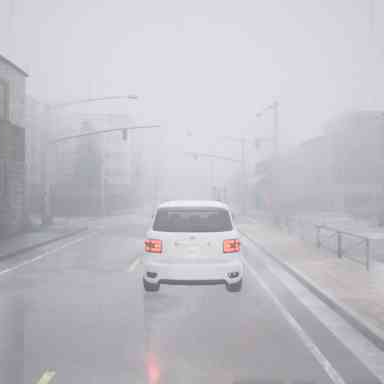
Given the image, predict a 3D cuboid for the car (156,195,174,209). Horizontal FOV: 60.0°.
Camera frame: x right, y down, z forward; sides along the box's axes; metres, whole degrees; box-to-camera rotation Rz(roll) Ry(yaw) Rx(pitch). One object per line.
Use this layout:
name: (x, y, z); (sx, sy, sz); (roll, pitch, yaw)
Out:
car: (-3.703, 1.352, 46.586); (2.097, 1.767, 4.553); (0, 0, 0)

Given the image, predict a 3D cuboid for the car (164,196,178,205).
car: (-3.710, 1.492, 58.392); (2.128, 1.511, 4.902); (0, 0, 0)

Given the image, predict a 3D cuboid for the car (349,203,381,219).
car: (16.648, 1.740, 30.262); (4.181, 1.385, 1.994); (0, 0, 0)

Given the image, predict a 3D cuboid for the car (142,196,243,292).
car: (0.033, 1.221, 9.074); (2.150, 2.045, 5.566); (0, 0, 1)
